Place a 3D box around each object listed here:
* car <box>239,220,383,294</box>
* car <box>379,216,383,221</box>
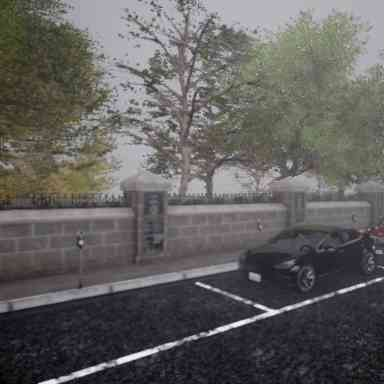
[{"bbox_3d":[3.210,1.565,8.847,4.313,1.339,1.947,0,0,-36],"label":"car"},{"bbox_3d":[7.719,1.439,12.063,4.097,1.590,1.967,0,0,-36],"label":"car"}]
